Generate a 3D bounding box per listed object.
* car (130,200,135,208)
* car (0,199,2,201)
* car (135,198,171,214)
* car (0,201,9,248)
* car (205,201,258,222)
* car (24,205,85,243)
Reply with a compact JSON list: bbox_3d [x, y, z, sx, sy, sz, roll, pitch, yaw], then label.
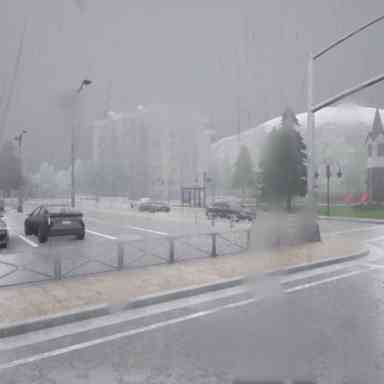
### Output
[{"bbox_3d":[-6.819,1.522,45.796,1.812,1.442,4.674,0,0,-36],"label":"car"},{"bbox_3d":[-21.597,1.373,36.418,1.845,1.501,3.633,0,0,-36],"label":"car"},{"bbox_3d":[-4.056,1.561,35.977,1.994,1.385,4.181,0,0,-36],"label":"car"},{"bbox_3d":[-8.881,1.330,13.427,2.152,1.636,5.027,0,0,-36],"label":"car"},{"bbox_3d":[3.023,1.502,26.339,1.837,1.490,4.892,0,0,-36],"label":"car"},{"bbox_3d":[-6.367,1.339,15.304,2.007,1.523,4.514,0,0,-36],"label":"car"}]
